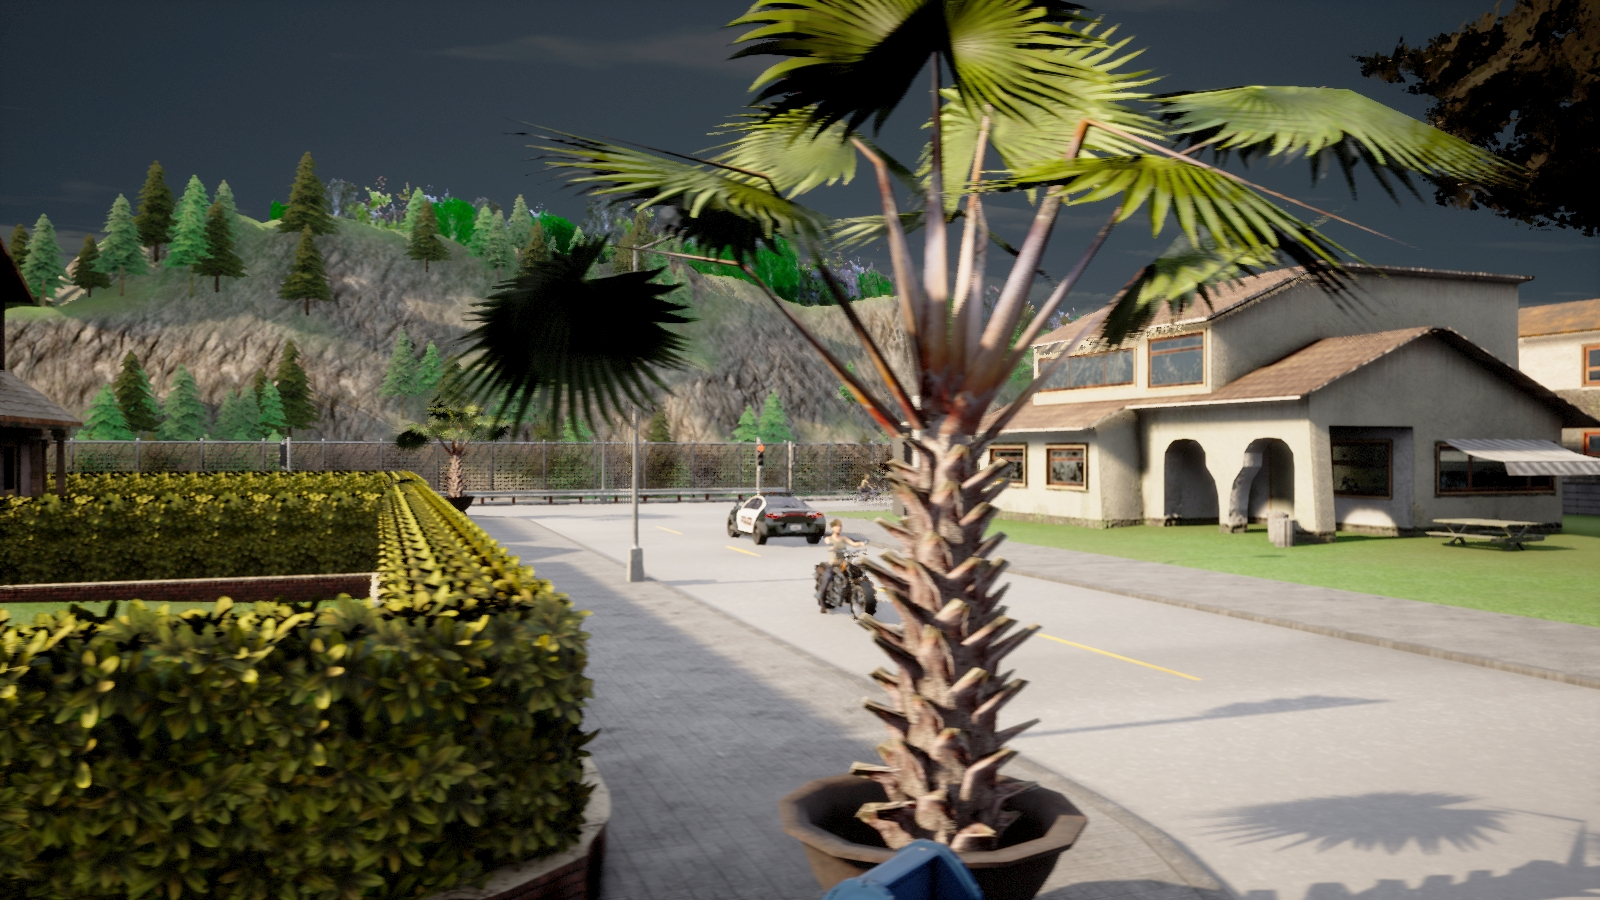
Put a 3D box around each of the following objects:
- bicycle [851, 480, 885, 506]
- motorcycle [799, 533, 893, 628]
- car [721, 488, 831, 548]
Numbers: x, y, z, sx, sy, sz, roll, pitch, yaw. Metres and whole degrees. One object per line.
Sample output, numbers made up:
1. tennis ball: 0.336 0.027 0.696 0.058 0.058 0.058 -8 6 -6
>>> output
1. bicycle: 3.445 2.168 57.774 1.487 1.276 0.859 0 0 -20
2. motorcycle: 0.742 2.158 19.330 0.764 1.307 2.356 0 0 -20
3. car: -0.836 2.043 35.361 2.038 1.542 4.974 0 0 -18
